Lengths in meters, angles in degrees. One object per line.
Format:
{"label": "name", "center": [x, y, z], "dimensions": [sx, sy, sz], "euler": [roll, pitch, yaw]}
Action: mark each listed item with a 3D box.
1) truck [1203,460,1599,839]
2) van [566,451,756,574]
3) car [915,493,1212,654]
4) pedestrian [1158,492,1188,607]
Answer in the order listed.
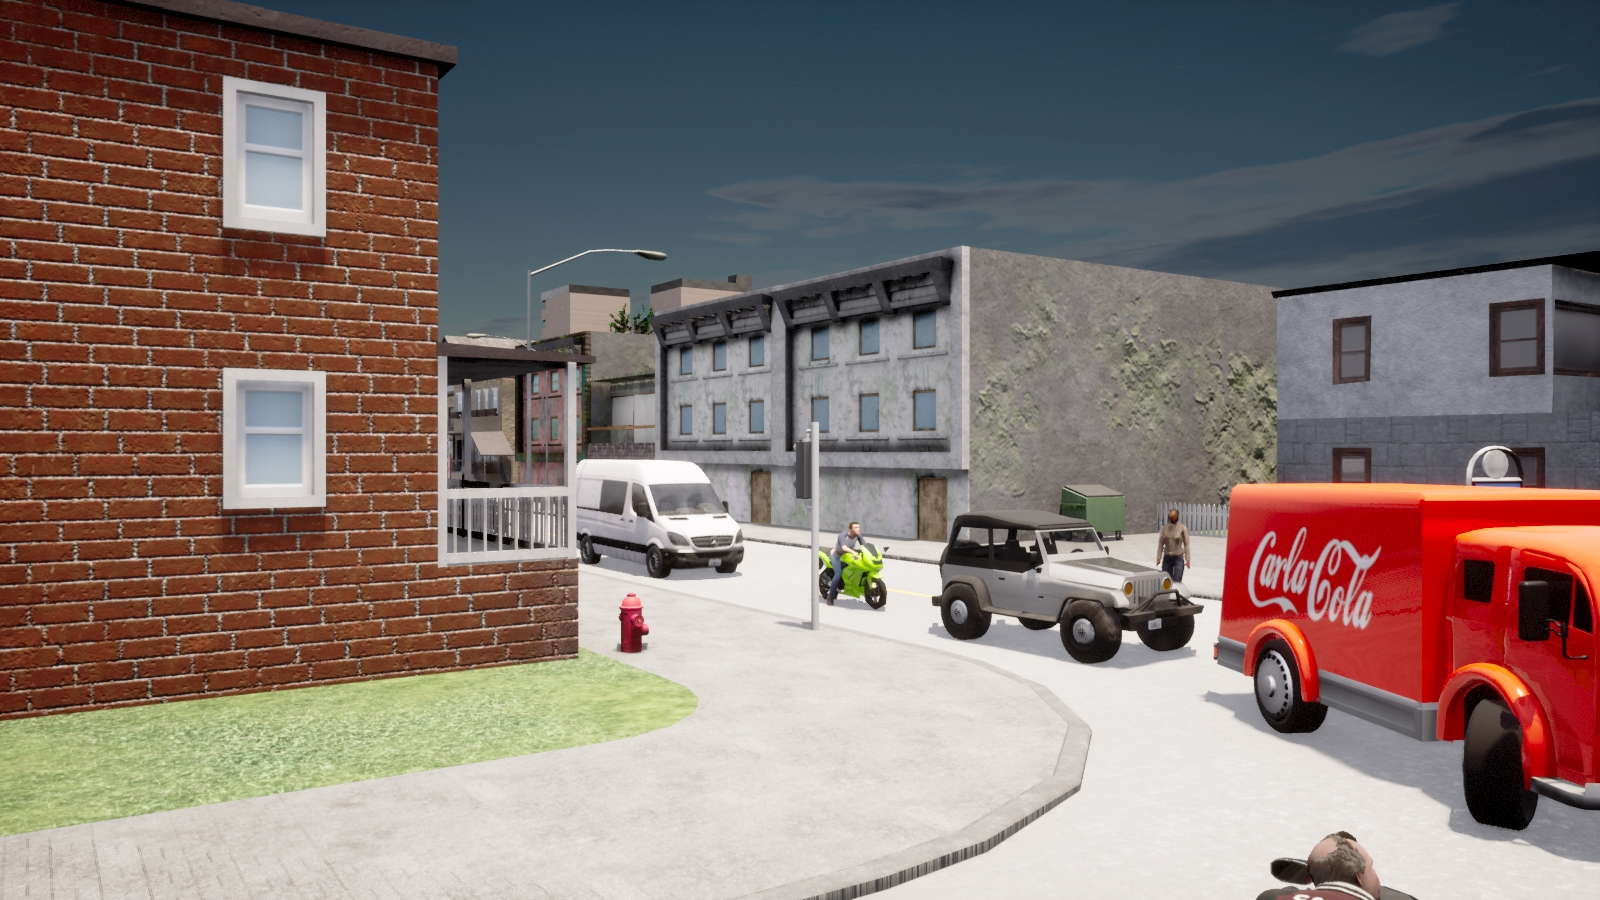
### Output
{"label": "truck", "center": [6.066, 1.348, 10.299], "dimensions": [2.627, 2.467, 5.204], "euler": [0, 0, -6]}
{"label": "van", "center": [-3.459, 1.313, 27.080], "dimensions": [1.988, 2.561, 5.915], "euler": [0, 0, -34]}
{"label": "car", "center": [3.680, 1.637, 16.521], "dimensions": [1.905, 1.878, 3.866], "euler": [0, 0, -36]}
{"label": "pedestrian", "center": [6.151, 1.628, 18.822], "dimensions": [0.375, 1.860, 0.375], "euler": [0, 0, 36]}
